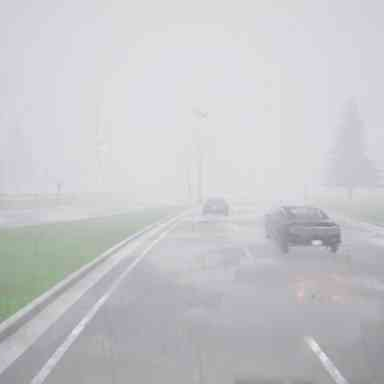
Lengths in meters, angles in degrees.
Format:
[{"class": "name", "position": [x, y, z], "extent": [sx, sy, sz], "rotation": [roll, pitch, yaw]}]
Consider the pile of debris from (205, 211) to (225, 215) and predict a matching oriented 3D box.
[{"class": "pile of debris", "position": [1.912, 1.711, 27.570], "extent": [1.500, 0.140, 1.860], "rotation": [0, 1, 8]}]

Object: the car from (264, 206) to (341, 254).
[{"class": "car", "position": [3.953, 1.278, 12.556], "extent": [2.128, 1.511, 4.902], "rotation": [0, 1, 3]}]

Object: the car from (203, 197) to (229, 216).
[{"class": "car", "position": [1.998, 1.104, 26.984], "extent": [1.994, 1.385, 4.181], "rotation": [1, 1, 7]}]
